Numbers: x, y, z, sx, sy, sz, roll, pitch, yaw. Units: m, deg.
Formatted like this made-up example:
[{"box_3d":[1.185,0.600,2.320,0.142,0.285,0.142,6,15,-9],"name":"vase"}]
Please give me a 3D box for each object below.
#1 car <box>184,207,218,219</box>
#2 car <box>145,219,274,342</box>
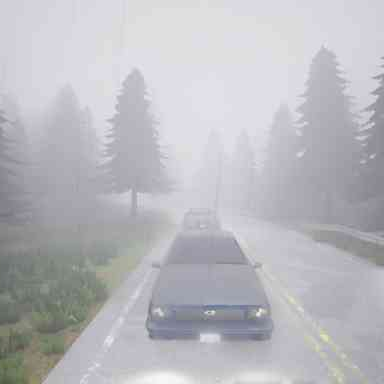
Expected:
[{"box_3d":[0.500,1.584,19.179,1.994,1.385,4.181,0,0,-2],"name":"car"},{"box_3d":[0.294,1.558,7.095,2.033,1.411,5.357,0,0,1],"name":"car"}]
